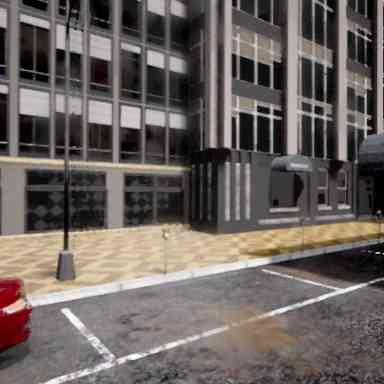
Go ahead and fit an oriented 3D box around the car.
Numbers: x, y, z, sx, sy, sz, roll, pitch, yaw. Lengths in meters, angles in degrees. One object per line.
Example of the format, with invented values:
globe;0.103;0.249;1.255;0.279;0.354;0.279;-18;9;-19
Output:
car;-4.068;1.581;3.653;4.206;1.307;1.802;0;0;-36
